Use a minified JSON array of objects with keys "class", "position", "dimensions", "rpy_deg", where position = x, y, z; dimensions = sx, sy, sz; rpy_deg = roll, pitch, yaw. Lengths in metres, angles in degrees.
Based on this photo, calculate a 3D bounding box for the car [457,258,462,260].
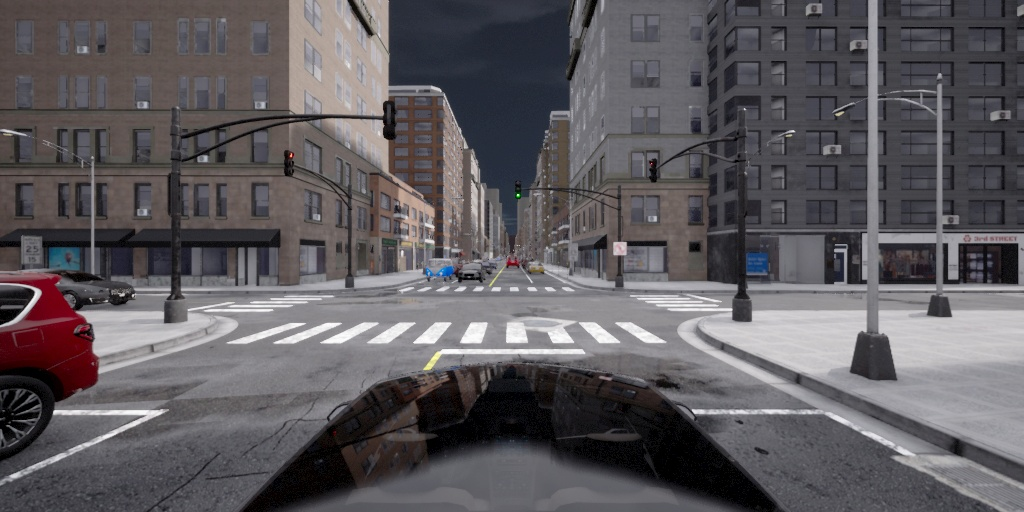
[{"class":"car","position":[-5.826,1.074,34.660],"dimensions":[2.192,1.841,5.009],"rpy_deg":[0,0,0]}]

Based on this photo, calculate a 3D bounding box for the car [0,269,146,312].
[{"class":"car","position":[-17.564,1.269,13.842],"dimensions":[4.892,1.490,1.837],"rpy_deg":[0,0,-2]}]

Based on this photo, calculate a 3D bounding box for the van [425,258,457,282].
[{"class":"van","position":[-5.831,1.099,29.063],"dimensions":[1.690,1.789,3.998],"rpy_deg":[0,0,0]}]

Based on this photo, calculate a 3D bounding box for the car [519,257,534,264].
[{"class":"car","position":[2.721,1.079,57.054],"dimensions":[2.192,1.841,5.009],"rpy_deg":[0,0,0]}]

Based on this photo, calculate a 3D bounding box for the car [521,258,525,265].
[{"class":"car","position":[2.716,1.329,51.459],"dimensions":[1.948,1.339,4.313],"rpy_deg":[0,0,0]}]

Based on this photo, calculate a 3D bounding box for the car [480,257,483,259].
[{"class":"car","position":[-5.805,1.289,56.873],"dimensions":[1.751,1.417,4.829],"rpy_deg":[0,0,0]}]

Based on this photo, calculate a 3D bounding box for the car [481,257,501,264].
[{"class":"car","position":[-3.055,1.309,51.595],"dimensions":[2.033,1.411,5.357],"rpy_deg":[0,0,-1]}]

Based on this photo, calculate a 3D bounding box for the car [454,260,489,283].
[{"class":"car","position":[-3.074,1.263,28.185],"dimensions":[1.837,1.490,4.892],"rpy_deg":[0,0,0]}]

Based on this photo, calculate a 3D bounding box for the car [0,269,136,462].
[{"class":"car","position":[-5.858,1.065,2.116],"dimensions":[2.192,1.841,5.009],"rpy_deg":[0,0,0]}]

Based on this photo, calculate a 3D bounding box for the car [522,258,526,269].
[{"class":"car","position":[2.711,1.312,45.865],"dimensions":[2.007,1.370,4.403],"rpy_deg":[0,0,0]}]

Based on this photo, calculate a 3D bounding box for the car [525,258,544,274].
[{"class":"car","position":[2.705,1.286,40.441],"dimensions":[1.751,1.417,4.829],"rpy_deg":[0,0,0]}]

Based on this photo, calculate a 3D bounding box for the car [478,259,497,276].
[{"class":"car","position":[-3.068,1.308,38.409],"dimensions":[2.033,1.411,5.357],"rpy_deg":[0,0,0]}]

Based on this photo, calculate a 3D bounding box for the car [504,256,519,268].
[{"class":"car","position":[0.156,0.986,60.948],"dimensions":[2.150,2.045,5.566],"rpy_deg":[0,0,0]}]
